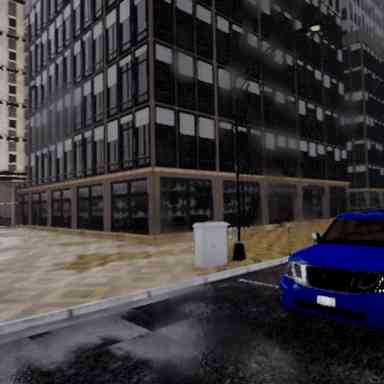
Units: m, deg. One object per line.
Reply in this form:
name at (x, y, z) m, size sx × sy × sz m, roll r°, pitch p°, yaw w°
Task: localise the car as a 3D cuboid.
car at (4.159, 1.414, 7.223) m, size 5.566 × 2.045 × 2.150 m, roll 1°, pitch -3°, yaw -43°
